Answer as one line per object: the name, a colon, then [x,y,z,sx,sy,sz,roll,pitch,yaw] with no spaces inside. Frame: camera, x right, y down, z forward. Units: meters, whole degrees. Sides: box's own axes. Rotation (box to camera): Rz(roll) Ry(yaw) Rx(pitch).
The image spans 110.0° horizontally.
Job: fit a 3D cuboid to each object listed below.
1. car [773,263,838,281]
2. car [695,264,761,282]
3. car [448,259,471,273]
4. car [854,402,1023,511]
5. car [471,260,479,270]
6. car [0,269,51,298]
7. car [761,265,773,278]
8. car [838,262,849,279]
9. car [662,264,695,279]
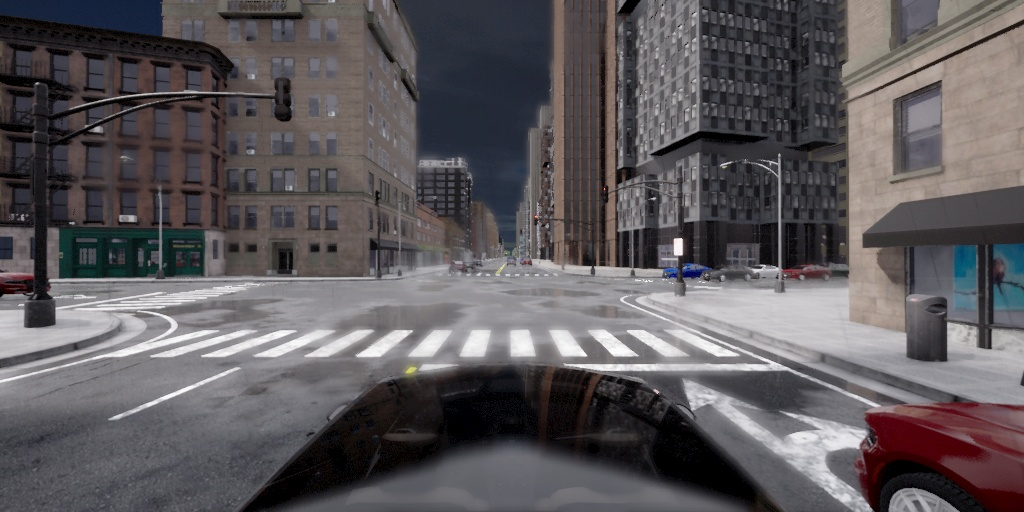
car: [28.328,1.606,34.632,5.008,1.535,1.882,1,0,-15]
car: [19.277,1.526,32.060,4.892,1.490,1.837,1,0,-17]
car: [-6.674,1.301,44.735,1.812,1.442,4.674,0,0,0]
car: [3.353,1.227,0.432,1.882,1.535,5.008,0,0,0]
car: [-6.686,1.274,54.695,2.128,1.511,4.902,0,0,0]
car: [-22.330,0.967,14.462,5.008,1.535,1.882,1,0,-17]
car: [26.007,1.653,37.374,4.674,1.442,1.812,1,0,-15]
car: [35.016,1.585,39.656,4.553,1.767,2.097,1,0,-13]
car: [17.025,1.500,34.803,5.008,1.535,1.882,1,0,-16]
